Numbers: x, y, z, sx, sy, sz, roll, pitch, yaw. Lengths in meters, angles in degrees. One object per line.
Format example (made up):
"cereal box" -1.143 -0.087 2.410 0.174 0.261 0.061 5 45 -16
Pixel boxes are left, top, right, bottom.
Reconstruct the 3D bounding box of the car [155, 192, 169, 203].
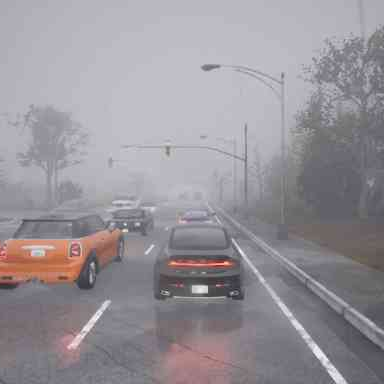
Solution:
"car" -5.875 1.338 67.798 1.882 1.535 5.008 0 2 1

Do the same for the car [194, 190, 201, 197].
"car" 1.485 0.316 85.587 1.837 1.490 4.892 0 3 1

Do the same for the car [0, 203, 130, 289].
"car" -3.325 1.352 9.351 2.097 1.767 4.553 0 0 1

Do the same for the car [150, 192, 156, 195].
"car" -9.165 0.724 78.023 2.097 1.767 4.553 0 3 1

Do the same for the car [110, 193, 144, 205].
"car" -6.634 1.222 33.485 2.150 2.045 5.566 0 0 1

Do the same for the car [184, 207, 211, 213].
"car" 0.260 1.526 17.484 1.812 1.442 4.674 0 0 3

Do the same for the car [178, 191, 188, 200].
"car" -2.218 1.013 75.239 1.837 1.490 4.892 0 3 1

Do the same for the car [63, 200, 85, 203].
"car" -10.234 1.505 28.390 1.837 1.490 4.892 0 0 1

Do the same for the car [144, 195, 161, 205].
"car" -6.304 1.563 50.161 1.994 1.385 4.181 0 0 1

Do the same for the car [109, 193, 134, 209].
"car" -9.868 1.221 47.068 2.150 2.045 5.566 0 0 1

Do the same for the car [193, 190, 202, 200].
"car" 1.281 1.053 75.173 2.033 1.411 5.357 0 3 1

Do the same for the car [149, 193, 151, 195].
"car" -9.504 1.497 63.162 1.812 1.442 4.674 0 1 2

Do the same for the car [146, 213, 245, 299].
"car" 0.164 1.505 8.410 1.837 1.490 4.892 0 0 1

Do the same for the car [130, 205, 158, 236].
"car" -3.242 1.601 18.437 1.895 1.301 4.718 0 0 0

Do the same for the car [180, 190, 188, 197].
"car" -2.015 0.341 85.657 1.812 1.442 4.674 0 3 1
